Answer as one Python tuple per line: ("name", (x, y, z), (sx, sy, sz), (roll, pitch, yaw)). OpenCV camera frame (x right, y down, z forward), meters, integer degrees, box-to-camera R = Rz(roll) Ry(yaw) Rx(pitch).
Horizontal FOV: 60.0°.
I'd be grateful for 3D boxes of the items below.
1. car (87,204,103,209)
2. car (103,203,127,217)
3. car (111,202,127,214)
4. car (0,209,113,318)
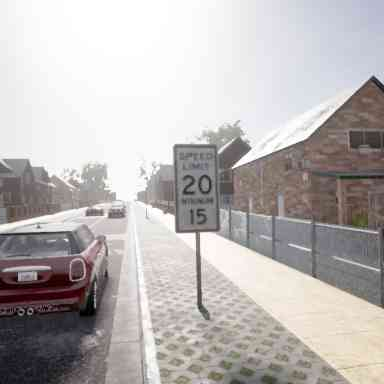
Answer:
("car", (-12.128, 2.235, 41.861), (1.994, 1.385, 4.181), (-1, -1, -10))
("car", (-8.600, 2.098, 38.125), (2.033, 1.411, 5.357), (-1, -1, -10))
("car", (-10.467, 2.260, 48.095), (2.033, 1.411, 5.357), (-1, -1, -10))
("car", (-3.117, 1.456, 7.632), (2.097, 1.767, 4.553), (-1, -1, -10))
